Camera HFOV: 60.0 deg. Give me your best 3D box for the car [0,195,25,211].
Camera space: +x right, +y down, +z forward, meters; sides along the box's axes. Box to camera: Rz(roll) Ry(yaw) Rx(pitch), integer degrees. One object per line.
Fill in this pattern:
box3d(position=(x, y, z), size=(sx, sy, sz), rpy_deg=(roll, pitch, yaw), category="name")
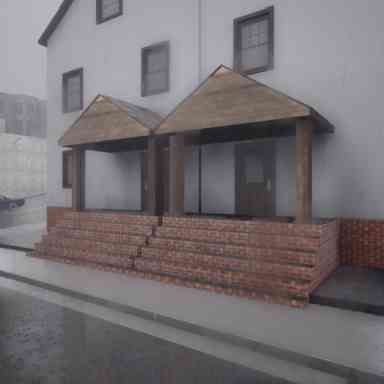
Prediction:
box3d(position=(-15.508, 1.012, 25.414), size=(1.895, 1.301, 4.718), rpy_deg=(0, 6, 35), category="car")
